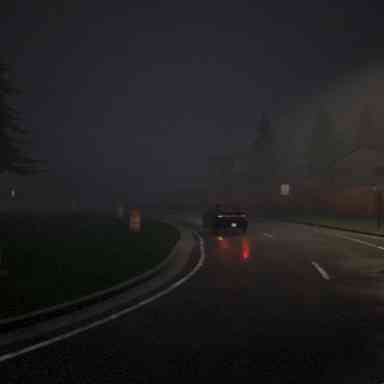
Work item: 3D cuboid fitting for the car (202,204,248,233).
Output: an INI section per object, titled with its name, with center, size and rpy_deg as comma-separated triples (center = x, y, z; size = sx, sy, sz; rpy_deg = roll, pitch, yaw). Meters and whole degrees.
[car]
center = 1.797, 1.441, 19.242
size = 2.128, 1.511, 4.902
rpy_deg = 0, 0, -8
